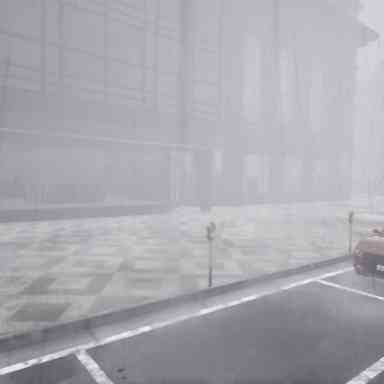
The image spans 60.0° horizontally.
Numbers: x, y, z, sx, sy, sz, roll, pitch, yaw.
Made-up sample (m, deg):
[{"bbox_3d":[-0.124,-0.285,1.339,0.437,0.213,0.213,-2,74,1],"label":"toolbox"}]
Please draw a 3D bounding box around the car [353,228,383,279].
[{"bbox_3d":[5.751,1.338,8.321,4.507,1.381,1.887,0,3,-38],"label":"car"}]
